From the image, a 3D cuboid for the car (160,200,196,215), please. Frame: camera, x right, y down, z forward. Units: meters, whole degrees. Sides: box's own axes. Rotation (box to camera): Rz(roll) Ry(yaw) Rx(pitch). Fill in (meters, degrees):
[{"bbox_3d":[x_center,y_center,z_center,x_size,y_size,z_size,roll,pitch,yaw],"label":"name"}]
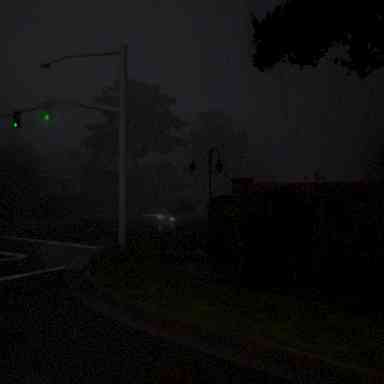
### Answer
[{"bbox_3d":[-1.368,1.518,34.540,1.812,1.442,4.674,0,0,35],"label":"car"}]
